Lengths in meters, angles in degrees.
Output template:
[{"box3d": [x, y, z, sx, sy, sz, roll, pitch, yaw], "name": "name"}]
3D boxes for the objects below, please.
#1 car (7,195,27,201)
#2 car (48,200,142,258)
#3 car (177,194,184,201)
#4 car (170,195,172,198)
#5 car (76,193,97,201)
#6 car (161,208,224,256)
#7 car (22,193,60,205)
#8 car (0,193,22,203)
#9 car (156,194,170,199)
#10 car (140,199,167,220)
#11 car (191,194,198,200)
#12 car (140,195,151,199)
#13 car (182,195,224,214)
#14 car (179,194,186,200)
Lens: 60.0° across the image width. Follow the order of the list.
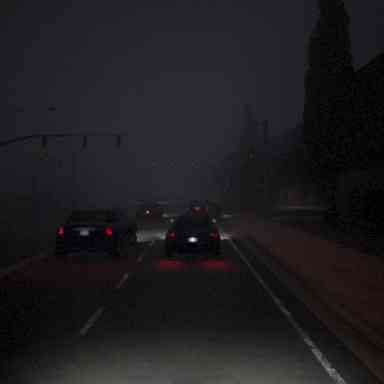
[{"box3d": [-42.399, 1.335, 80.515, 3.905, 1.438, 1.784, 0, 0, 0], "name": "car"}, {"box3d": [-3.460, 1.347, 12.885, 2.097, 1.767, 4.553, 0, 0, 1], "name": "car"}, {"box3d": [-2.909, 1.471, 85.238, 1.837, 1.490, 4.892, 0, 0, 2], "name": "car"}, {"box3d": [-6.311, 1.263, 89.009, 1.812, 1.442, 4.674, 0, 0, 2], "name": "car"}, {"box3d": [-24.944, 1.130, 77.629, 3.866, 1.878, 1.905, 0, 0, 0], "name": "car"}, {"box3d": [0.042, 1.561, 13.096, 1.994, 1.385, 4.181, 0, 0, 1], "name": "car"}, {"box3d": [-24.974, 1.134, 55.111, 4.605, 1.855, 1.932, 0, 0, 0], "name": "car"}, {"box3d": [-42.464, 1.125, 77.618, 4.605, 1.855, 1.932, 0, 0, 0], "name": "car"}, {"box3d": [-6.721, 1.529, 73.386, 1.994, 1.385, 4.181, 0, 0, 2], "name": "car"}, {"box3d": [-3.521, 1.556, 28.291, 1.994, 1.385, 4.181, 0, 0, 0], "name": "car"}, {"box3d": [0.854, 1.366, 95.249, 1.882, 1.535, 5.008, 0, 0, 2], "name": "car"}, {"box3d": [-10.220, 1.476, 73.468, 1.837, 1.490, 4.892, 0, 0, 2], "name": "car"}, {"box3d": [1.124, 1.343, 27.705, 2.097, 1.767, 4.553, 0, 0, 19], "name": "car"}, {"box3d": [-2.645, 1.412, 95.339, 1.812, 1.442, 4.674, 0, 0, 2], "name": "car"}]
